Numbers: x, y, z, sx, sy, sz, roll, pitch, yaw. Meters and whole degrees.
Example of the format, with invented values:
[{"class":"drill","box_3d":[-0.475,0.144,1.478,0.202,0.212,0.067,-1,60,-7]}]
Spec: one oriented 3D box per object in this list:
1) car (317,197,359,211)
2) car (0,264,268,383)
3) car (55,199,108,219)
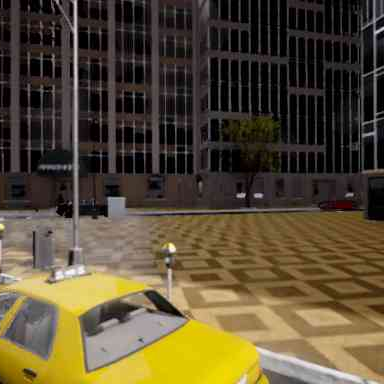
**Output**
[{"class":"car","box_3d":[15.202,1.227,34.672,4.181,1.385,1.994,0,0,-14]},{"class":"car","box_3d":[-1.590,1.524,3.861,4.829,1.417,1.752,0,0,35]},{"class":"car","box_3d":[-8.086,1.311,25.993,4.902,1.511,2.128,0,0,-14]}]
